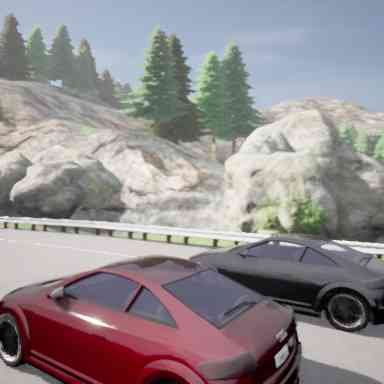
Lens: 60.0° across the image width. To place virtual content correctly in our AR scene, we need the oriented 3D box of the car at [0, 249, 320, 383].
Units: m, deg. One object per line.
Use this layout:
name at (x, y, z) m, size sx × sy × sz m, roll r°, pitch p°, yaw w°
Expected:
car at (-0.775, 1.561, 4.376) m, size 4.181 × 1.385 × 1.994 m, roll 0°, pitch 0°, yaw 35°

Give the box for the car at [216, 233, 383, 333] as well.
car at (1.815, 1.553, 6.835) m, size 4.181 × 1.385 × 1.994 m, roll 0°, pitch 0°, yaw 35°
